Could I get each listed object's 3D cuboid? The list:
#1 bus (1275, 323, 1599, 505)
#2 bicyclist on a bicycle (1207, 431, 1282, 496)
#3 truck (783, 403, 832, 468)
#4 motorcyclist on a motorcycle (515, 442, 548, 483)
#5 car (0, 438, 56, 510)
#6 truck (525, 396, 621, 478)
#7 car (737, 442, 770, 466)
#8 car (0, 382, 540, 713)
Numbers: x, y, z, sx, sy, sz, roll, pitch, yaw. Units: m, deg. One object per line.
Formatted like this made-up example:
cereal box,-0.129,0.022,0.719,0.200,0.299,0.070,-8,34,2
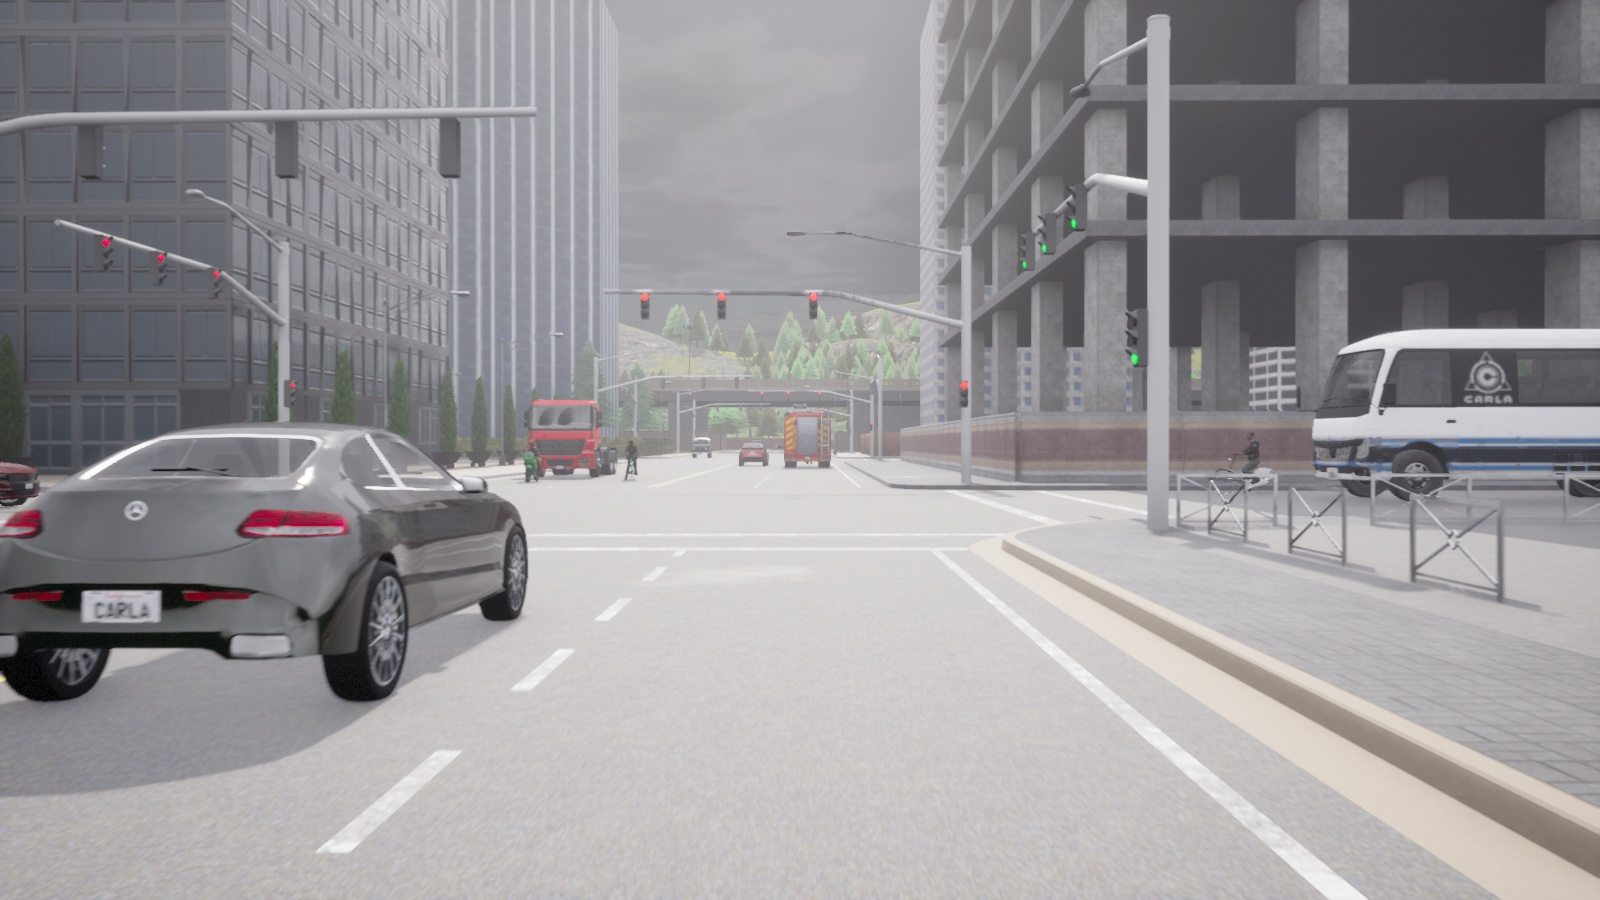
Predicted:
bus,17.733,-0.848,31.317,10.273,4.253,3.944,0,0,0
bicyclist on a bicycle,12.326,0.375,34.836,1.843,1.776,0.659,0,0,0
truck,0.462,-0.859,78.350,2.891,3.827,8.468,0,0,0
motorcyclist on a motorcycle,-10.213,0.451,47.817,0.797,1.523,2.044,0,0,0
car,-19.422,0.497,27.607,5.008,1.535,1.882,0,0,0
truck,-10.163,-0.564,57.087,2.891,3.462,7.936,0,0,0
car,-3.018,0.228,82.120,2.007,1.525,4.514,0,0,0
car,-3.435,0.473,8.795,2.152,1.651,5.027,0,0,0
